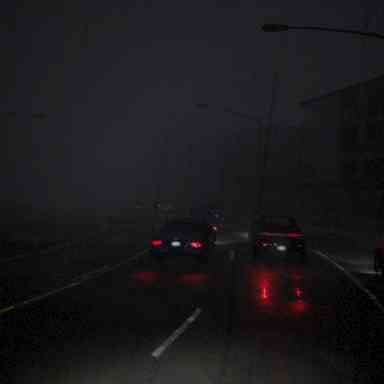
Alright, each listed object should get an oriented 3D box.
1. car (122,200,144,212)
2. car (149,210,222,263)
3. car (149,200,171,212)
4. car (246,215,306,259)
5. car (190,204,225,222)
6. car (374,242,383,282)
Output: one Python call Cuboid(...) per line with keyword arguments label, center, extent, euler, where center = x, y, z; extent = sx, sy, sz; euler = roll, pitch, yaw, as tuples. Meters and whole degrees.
Cuboid(label="car", center=(-7.465, 1.682, 41.715), extent=(1.882, 1.535, 5.008), euler=(1, -1, -23))
Cuboid(label="car", center=(-0.149, 1.655, 12.575), extent=(2.033, 1.411, 5.357), euler=(1, -1, 8))
Cuboid(label="car", center=(-4.030, 1.811, 42.555), extent=(1.812, 1.442, 4.674), euler=(1, 0, -23))
Cuboid(label="car", center=(3.293, 1.681, 13.513), extent=(2.128, 1.511, 4.902), euler=(1, -1, 7))
Cuboid(label="car", center=(1.210, 1.759, 29.110), extent=(1.882, 1.535, 5.008), euler=(2, 0, -18))
Cuboid(label="car", center=(5.761, 1.543, 7.459), extent=(2.097, 1.767, 4.553), euler=(1, -1, 14))
